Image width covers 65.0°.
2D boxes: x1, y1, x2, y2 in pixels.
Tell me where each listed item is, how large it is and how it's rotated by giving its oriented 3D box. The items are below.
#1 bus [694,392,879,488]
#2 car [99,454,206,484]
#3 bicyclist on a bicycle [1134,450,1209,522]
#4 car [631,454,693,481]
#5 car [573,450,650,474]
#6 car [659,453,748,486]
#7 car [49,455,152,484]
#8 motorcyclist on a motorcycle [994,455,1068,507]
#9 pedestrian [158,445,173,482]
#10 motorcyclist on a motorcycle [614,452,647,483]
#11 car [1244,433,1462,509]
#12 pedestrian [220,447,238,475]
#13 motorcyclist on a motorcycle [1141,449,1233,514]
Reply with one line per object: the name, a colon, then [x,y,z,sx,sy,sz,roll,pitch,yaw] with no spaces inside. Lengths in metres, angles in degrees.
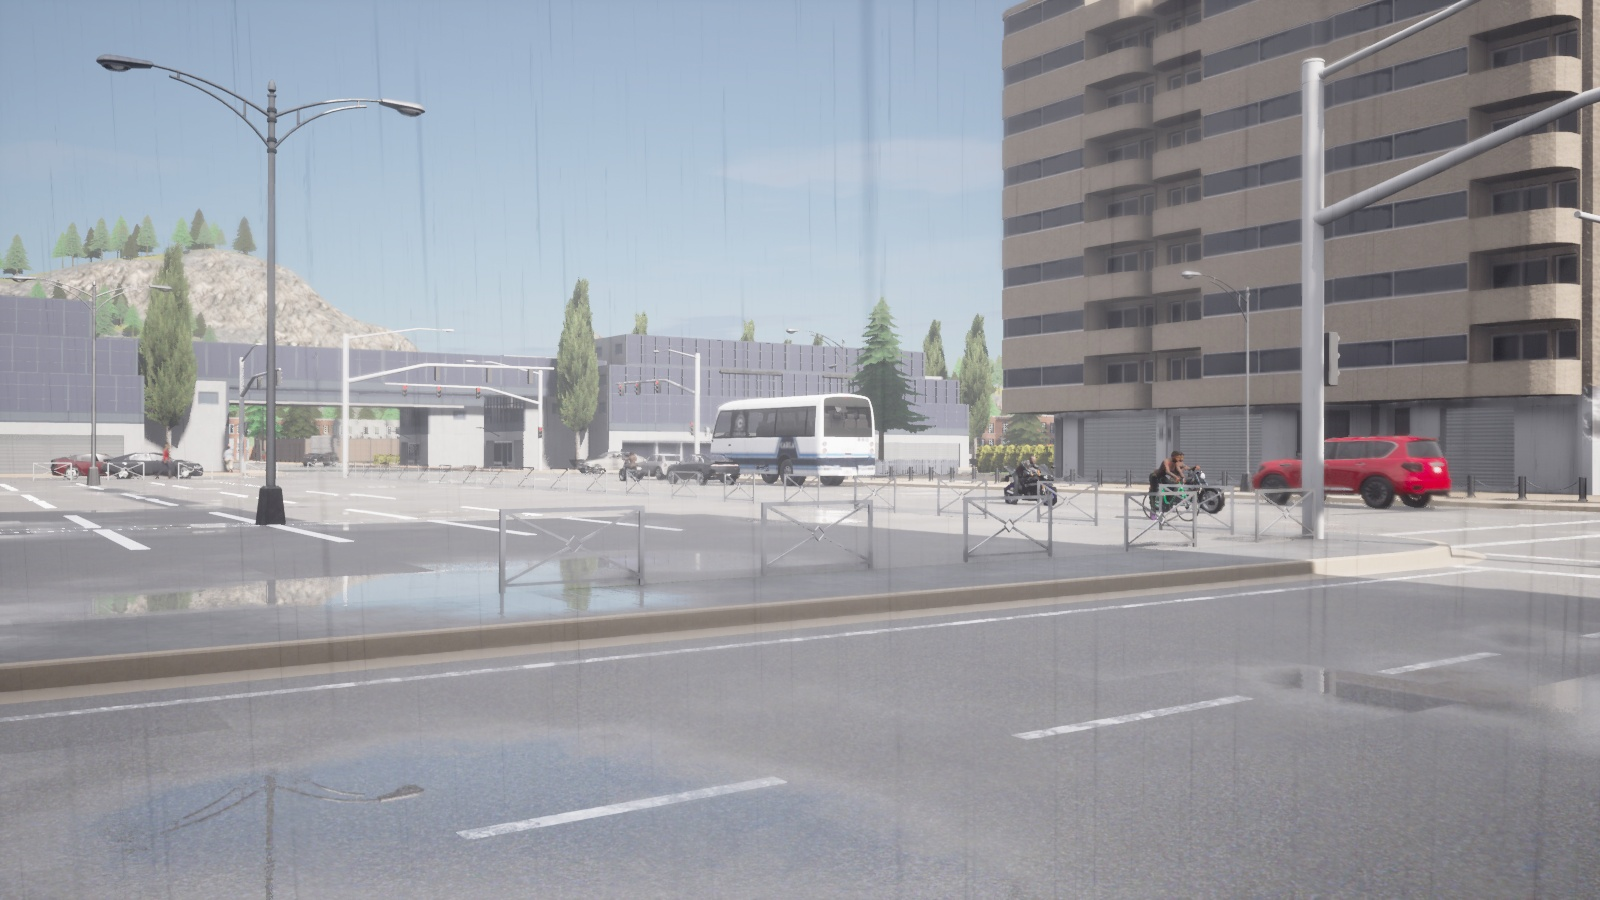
bus: [-0.890,-0.424,61.381,3.944,4.253,10.273,0,0,-35]
car: [-34.676,0.995,67.294,4.902,1.511,2.128,0,0,-34]
bicyclist on a bicycle: [8.608,0.806,29.160,0.582,1.620,1.656,0,0,-35]
car: [-7.896,0.957,71.525,1.970,1.475,3.806,0,0,-34]
car: [-13.542,0.829,90.444,5.027,1.651,2.152,0,0,-35]
car: [-4.736,0.915,60.790,2.128,1.511,4.902,0,0,-34]
car: [-38.436,1.050,69.001,4.792,1.488,2.163,0,0,-33]
motorcyclist on a motorcycle: [6.925,0.913,37.755,0.866,1.530,2.191,0,0,-35]
pedestrian: [-31.997,0.682,63.328,0.636,1.846,0.331,0,0,-35]
motorcyclist on a motorcycle: [-9.068,0.934,67.065,0.766,1.649,2.350,0,0,-35]
car: [16.047,0.575,36.788,2.150,2.045,5.566,0,0,-34]
pedestrian: [-38.162,0.745,83.885,0.874,1.855,0.900,0,0,-40]
motorcyclist on a motorcycle: [10.169,0.810,33.058,0.766,1.649,2.350,0,0,-35]
